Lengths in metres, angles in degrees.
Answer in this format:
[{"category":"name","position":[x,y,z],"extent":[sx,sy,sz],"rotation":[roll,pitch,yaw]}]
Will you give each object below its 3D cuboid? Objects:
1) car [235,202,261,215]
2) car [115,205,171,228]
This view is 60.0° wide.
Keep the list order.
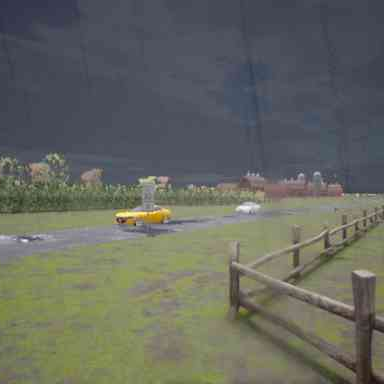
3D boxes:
[{"category":"car","position":[7.044,2.030,41.062],"extent":[1.812,1.442,4.674],"rotation":[0,-1,34]},{"category":"car","position":[-3.614,1.751,25.225],"extent":[1.882,1.535,5.008],"rotation":[0,-1,34]}]
